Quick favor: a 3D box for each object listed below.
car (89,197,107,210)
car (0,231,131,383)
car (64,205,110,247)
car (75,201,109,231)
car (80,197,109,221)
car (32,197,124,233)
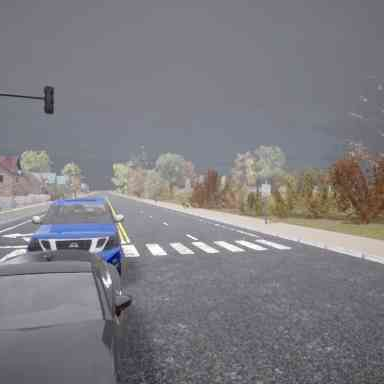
[{"bbox_3d":[-12.256,1.455,43.443,2.128,1.511,4.902,0,1,-15],"label":"car"},{"bbox_3d":[-1.740,1.524,3.956,1.812,1.442,4.674,0,0,-12],"label":"car"},{"bbox_3d":[-4.968,1.498,16.135,1.837,1.490,4.892,0,0,-15],"label":"car"},{"bbox_3d":[-6.505,1.468,21.889,1.882,1.535,5.008,0,0,-15],"label":"car"},{"bbox_3d":[-8.033,1.337,27.631,2.097,1.767,4.553,0,0,-15],"label":"car"},{"bbox_3d":[-3.345,1.218,10.054,2.150,2.045,5.566,0,0,-15],"label":"car"}]
